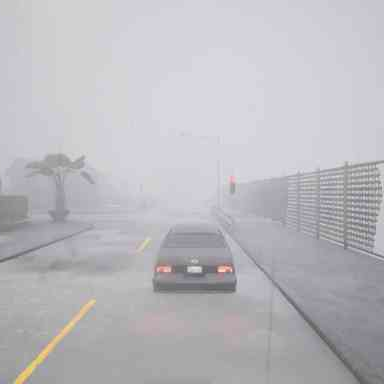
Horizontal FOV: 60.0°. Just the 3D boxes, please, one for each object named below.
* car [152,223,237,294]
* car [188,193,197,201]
[{"bbox_3d":[0.073,1.547,8.955,2.033,1.411,5.357,0,0,1],"label":"car"},{"bbox_3d":[0.090,1.225,87.059,2.150,2.045,5.566,0,0,0],"label":"car"}]
